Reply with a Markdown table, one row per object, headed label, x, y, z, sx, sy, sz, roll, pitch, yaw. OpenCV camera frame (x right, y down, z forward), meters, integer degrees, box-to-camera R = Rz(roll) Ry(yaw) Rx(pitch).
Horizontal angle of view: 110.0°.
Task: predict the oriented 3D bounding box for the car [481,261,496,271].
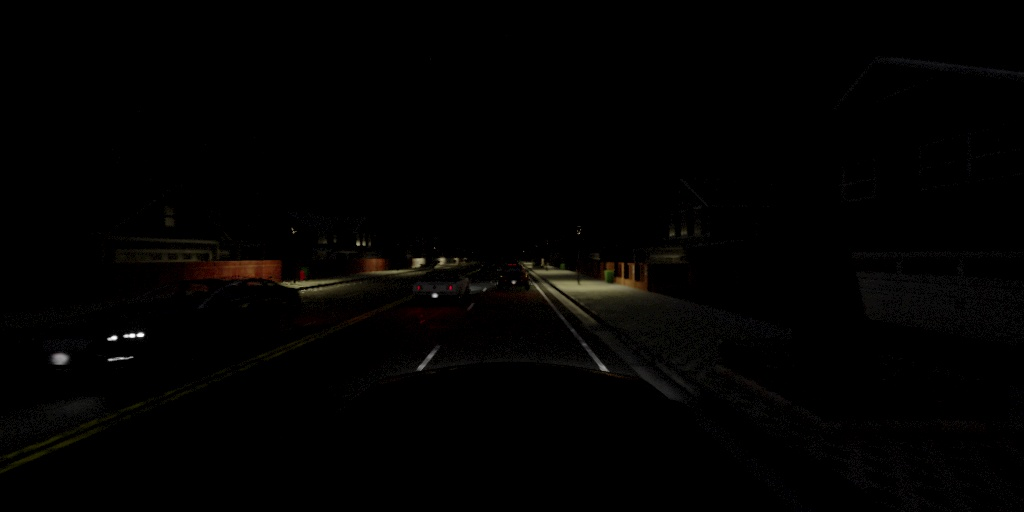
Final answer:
| label | x | y | z | sx | sy | sz | roll | pitch | yaw |
| --- | --- | --- | --- | --- | --- | --- | --- | --- | --- |
| car | -3.138 | 1.355 | 49.032 | 1.994 | 1.385 | 4.181 | 0 | 0 | 0 |

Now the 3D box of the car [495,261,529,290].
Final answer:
| label | x | y | z | sx | sy | sz | roll | pitch | yaw |
| --- | --- | --- | --- | --- | --- | --- | --- | --- | --- |
| car | 0.103 | 1.274 | 22.538 | 1.812 | 1.442 | 4.674 | 0 | 0 | 0 |

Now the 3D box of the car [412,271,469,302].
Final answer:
| label | x | y | z | sx | sy | sz | roll | pitch | yaw |
| --- | --- | --- | --- | --- | --- | --- | --- | --- | --- |
| car | -3.156 | 1.345 | 16.920 | 1.895 | 1.301 | 4.718 | 0 | 0 | 0 |

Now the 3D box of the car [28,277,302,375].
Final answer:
| label | x | y | z | sx | sy | sz | roll | pitch | yaw |
| --- | --- | --- | --- | --- | --- | --- | --- | --- | --- |
| car | -6.584 | 1.236 | 7.678 | 2.128 | 1.511 | 4.902 | 0 | 0 | 0 |
